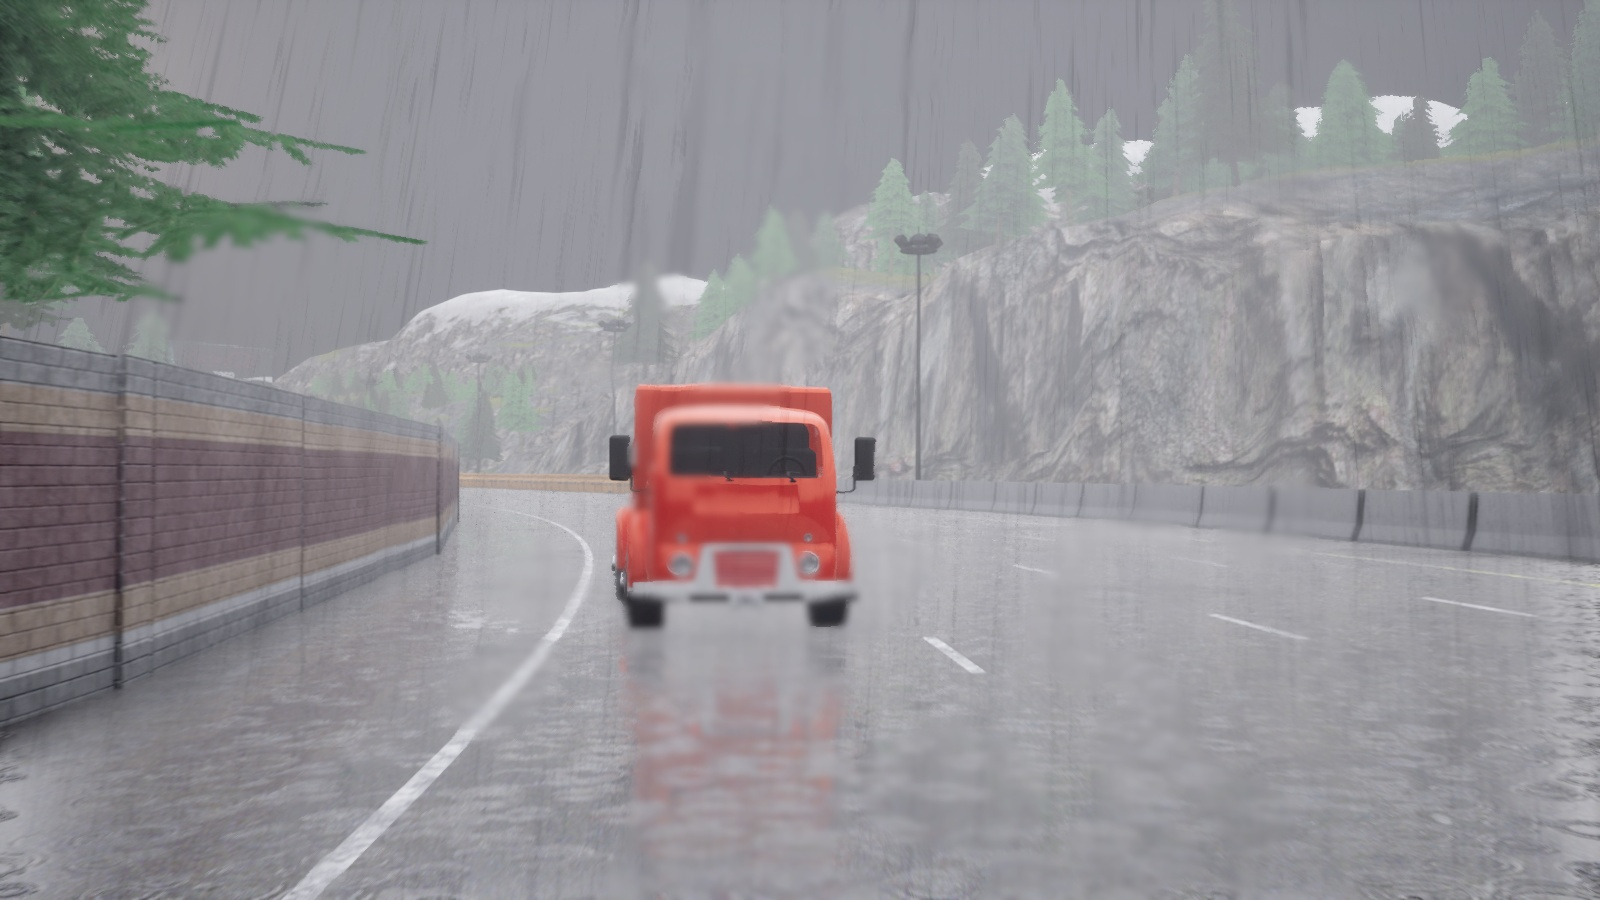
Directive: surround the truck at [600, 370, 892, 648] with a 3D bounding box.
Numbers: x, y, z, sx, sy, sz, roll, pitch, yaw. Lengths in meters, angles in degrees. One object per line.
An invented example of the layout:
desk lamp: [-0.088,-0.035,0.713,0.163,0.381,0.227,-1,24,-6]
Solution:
truck: [-0.774,0.564,13.889,2.627,2.467,5.204,0,-1,-7]
